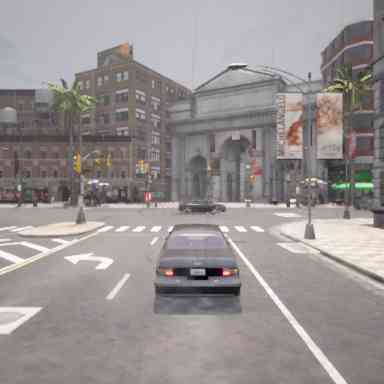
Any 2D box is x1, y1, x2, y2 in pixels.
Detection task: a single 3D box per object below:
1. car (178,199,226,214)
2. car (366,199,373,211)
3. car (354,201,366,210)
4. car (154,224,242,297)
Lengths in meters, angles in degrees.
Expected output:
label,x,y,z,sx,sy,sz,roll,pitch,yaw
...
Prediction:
label,x,y,z,sx,sy,sz,roll,pitch,yaw
car,1.045,1.498,33.998,4.892,1.490,1.837,0,0,1
car,22.705,1.518,37.467,4.674,1.442,1.812,0,0,1
car,22.279,1.556,40.966,4.181,1.385,1.994,0,0,0
car,0.111,1.546,8.741,2.033,1.411,5.357,0,0,0
